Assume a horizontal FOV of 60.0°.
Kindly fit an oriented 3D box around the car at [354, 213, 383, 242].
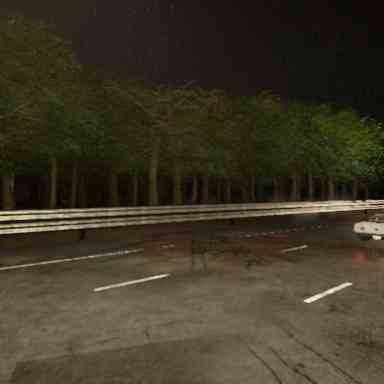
[{"bbox_3d":[9.434,1.629,15.368,4.718,1.301,1.895,0,0,-41],"label":"car"}]
